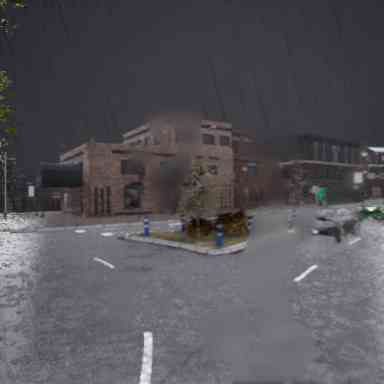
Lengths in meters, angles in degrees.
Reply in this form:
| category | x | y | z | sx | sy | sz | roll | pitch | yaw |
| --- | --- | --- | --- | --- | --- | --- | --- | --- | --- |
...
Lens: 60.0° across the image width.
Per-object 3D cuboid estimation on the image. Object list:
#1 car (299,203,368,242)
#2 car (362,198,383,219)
| category | x | y | z | sx | sy | sz | roll | pitch | yaw |
| --- | --- | --- | --- | --- | --- | --- | --- | --- | --- |
| car | 6.980 | 1.525 | 16.683 | 2.128 | 1.511 | 4.902 | -1 | 0 | 39 |
| car | 13.978 | 1.215 | 24.624 | 4.553 | 1.767 | 2.097 | -1 | 0 | -44 |
